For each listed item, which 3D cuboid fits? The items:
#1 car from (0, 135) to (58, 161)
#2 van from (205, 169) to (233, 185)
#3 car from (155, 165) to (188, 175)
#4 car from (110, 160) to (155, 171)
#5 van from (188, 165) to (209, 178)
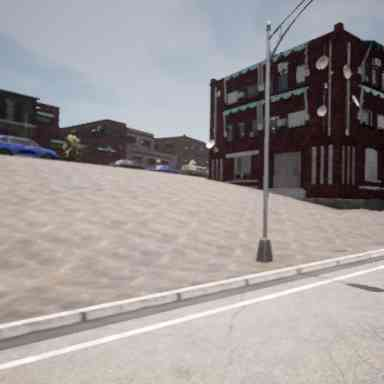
[{"bbox_3d":[-13.920,-3.322,27.182,2.435,2.045,5.566,0,-1,44],"label":"car"},{"bbox_3d":[3.926,-2.129,48.454,1.878,1.987,4.442,1,-2,38],"label":"van"},{"bbox_3d":[-3.039,-2.400,39.672,2.002,1.452,4.674,0,-2,40],"label":"car"},{"bbox_3d":[-6.597,-2.632,35.428,2.002,1.452,4.674,0,-2,41],"label":"car"},{"bbox_3d":[0.545,-2.405,44.076,1.878,1.987,4.442,1,-2,39],"label":"van"}]
